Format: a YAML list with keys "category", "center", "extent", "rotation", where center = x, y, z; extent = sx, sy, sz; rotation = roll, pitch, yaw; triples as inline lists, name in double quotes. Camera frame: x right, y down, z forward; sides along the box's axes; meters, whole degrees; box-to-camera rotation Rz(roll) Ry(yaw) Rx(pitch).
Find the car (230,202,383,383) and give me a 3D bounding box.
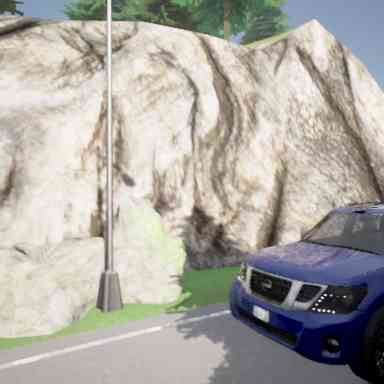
- category: "car"
  center: [3.333, 1.206, 5.577]
  extent: [5.566, 2.045, 2.150]
  rotation: [0, 0, -28]
